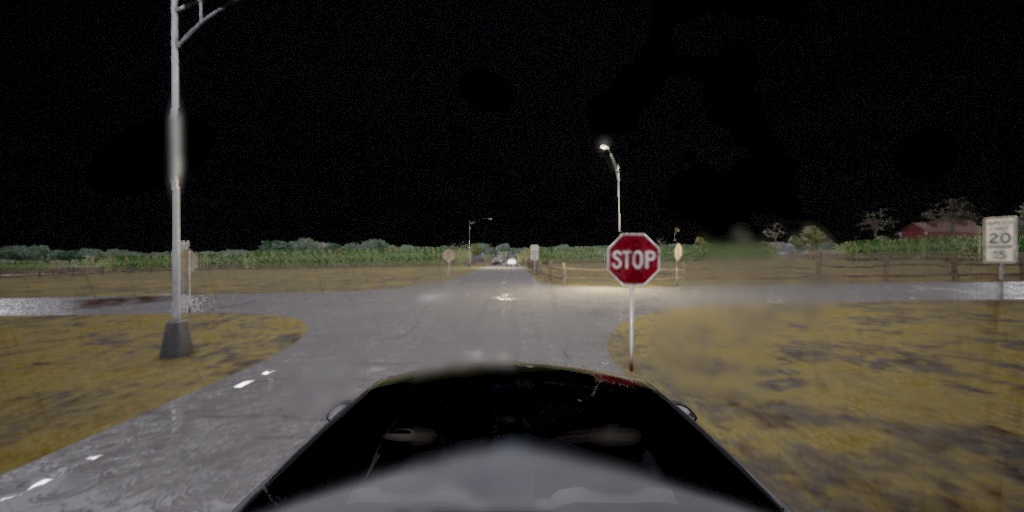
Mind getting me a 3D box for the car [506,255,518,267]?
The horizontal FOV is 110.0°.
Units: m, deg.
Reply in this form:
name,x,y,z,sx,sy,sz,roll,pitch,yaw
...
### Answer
name,x,y,z,sx,sy,sz,roll,pitch,yaw
car,0.001,1.080,62.371,1.812,1.442,4.674,0,0,0
